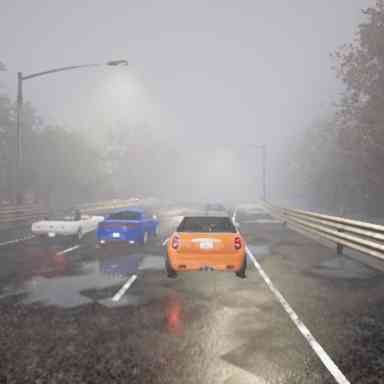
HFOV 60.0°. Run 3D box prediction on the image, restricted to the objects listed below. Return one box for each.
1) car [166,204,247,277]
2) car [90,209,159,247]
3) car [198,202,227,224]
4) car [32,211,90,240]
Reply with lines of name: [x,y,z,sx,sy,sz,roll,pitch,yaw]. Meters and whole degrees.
car: [0.460,1.380,10.520,2.097,1.767,4.553,0,0,3]
car: [-2.776,1.511,15.352,1.882,1.535,5.008,0,0,4]
car: [1.753,1.622,26.571,2.033,1.411,5.357,0,0,7]
car: [-6.155,1.630,17.199,1.895,1.301,4.718,0,0,4]
